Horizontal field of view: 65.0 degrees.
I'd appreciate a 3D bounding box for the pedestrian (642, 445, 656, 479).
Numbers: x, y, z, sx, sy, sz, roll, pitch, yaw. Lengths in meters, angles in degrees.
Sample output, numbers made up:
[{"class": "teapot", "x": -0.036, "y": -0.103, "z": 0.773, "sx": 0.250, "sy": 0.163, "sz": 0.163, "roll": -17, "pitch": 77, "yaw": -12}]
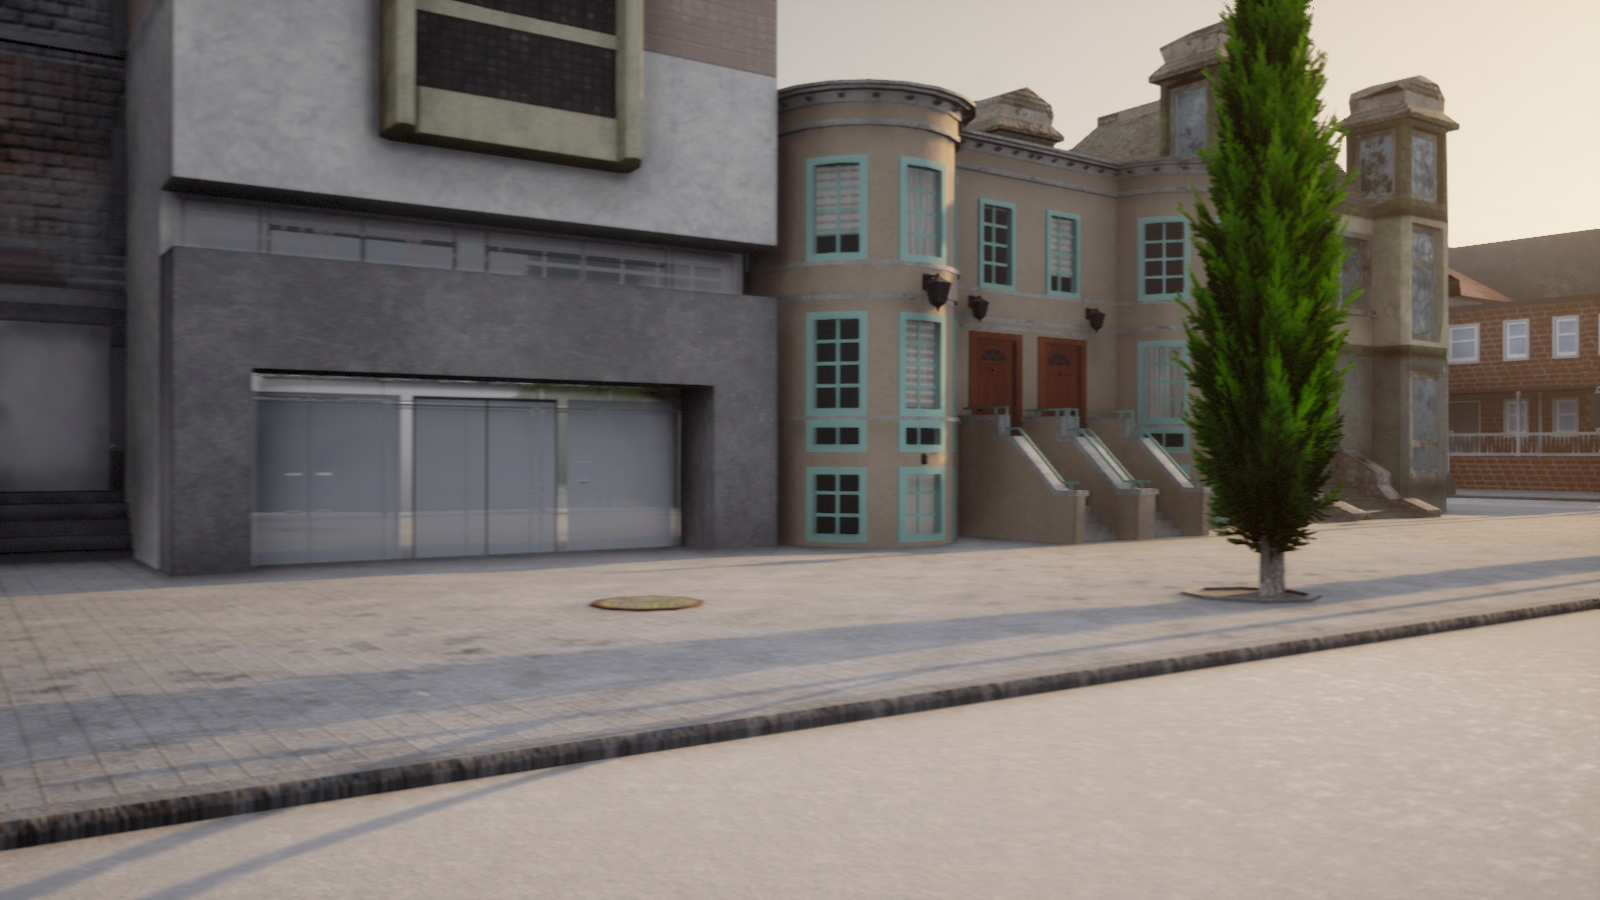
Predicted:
[{"class": "pedestrian", "x": -8.073, "y": 0.628, "z": 67.092, "sx": 0.328, "sy": 1.805, "sz": 0.869, "roll": 0, "pitch": 0, "yaw": -36}]
